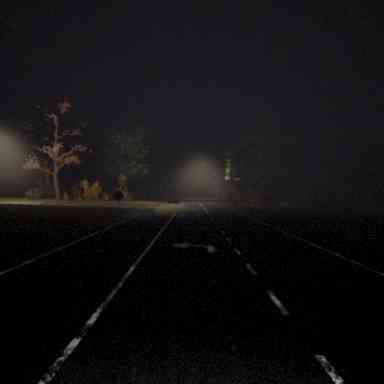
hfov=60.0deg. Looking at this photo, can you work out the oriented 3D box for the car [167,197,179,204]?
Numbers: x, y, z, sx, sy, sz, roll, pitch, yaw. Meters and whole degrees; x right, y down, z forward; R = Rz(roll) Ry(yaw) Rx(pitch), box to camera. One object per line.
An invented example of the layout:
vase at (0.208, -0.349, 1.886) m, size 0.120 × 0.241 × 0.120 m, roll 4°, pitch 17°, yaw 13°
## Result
car at (-3.617, 1.601, 63.290) m, size 1.812 × 1.442 × 4.674 m, roll 0°, pitch 0°, yaw 0°
